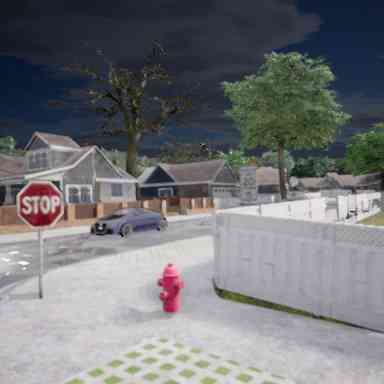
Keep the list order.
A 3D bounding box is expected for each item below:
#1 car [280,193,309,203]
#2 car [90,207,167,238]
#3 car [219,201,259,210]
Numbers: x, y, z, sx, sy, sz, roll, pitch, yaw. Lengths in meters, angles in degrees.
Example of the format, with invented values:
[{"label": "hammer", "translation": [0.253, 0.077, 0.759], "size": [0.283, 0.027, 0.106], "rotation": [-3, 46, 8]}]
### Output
[{"label": "car", "translation": [11.457, 0.959, 36.978], "size": [2.097, 1.767, 4.553], "rotation": [-3, -1, 37]}, {"label": "car", "translation": [-3.147, 1.468, 17.125], "size": [1.994, 1.385, 4.181], "rotation": [-3, -1, 34]}, {"label": "car", "translation": [4.096, 1.355, 26.962], "size": [1.895, 1.301, 4.718], "rotation": [-3, -1, 36]}]
